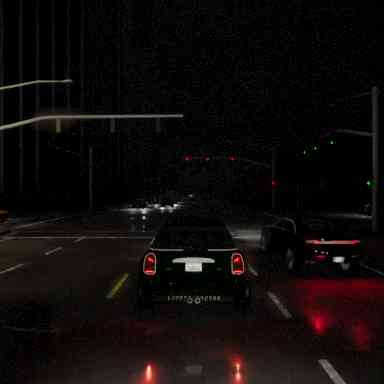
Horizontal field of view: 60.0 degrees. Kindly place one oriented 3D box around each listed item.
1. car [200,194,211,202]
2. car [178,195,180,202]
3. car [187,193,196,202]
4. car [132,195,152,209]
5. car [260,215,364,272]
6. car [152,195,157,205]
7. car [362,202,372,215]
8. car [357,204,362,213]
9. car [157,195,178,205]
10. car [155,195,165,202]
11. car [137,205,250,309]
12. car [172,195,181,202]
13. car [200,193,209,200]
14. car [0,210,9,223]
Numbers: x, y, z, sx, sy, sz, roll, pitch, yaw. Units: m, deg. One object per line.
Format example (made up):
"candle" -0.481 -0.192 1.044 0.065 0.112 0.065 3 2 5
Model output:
"car" 3.350 1.518 77.455 1.812 1.442 4.674 0 0 0
"car" -3.683 1.492 61.735 2.128 1.511 4.902 0 0 0
"car" -0.150 1.591 77.547 1.895 1.301 4.718 0 0 0
"car" -7.183 1.526 46.514 1.812 1.442 4.674 0 0 0
"car" 3.598 1.491 10.823 2.128 1.511 4.902 0 0 -3
"car" -7.188 1.351 60.260 2.097 1.767 4.553 0 0 0
"car" 19.035 1.582 31.190 4.674 1.442 1.812 -1 0 0
"car" 19.778 1.408 34.714 4.553 1.767 2.097 0 0 0
"car" -3.687 1.547 50.837 2.033 1.411 5.357 0 0 0
"car" -7.145 1.521 75.114 1.812 1.442 4.674 0 0 0
"car" 0.042 1.352 8.012 2.097 1.767 4.553 0 0 0
"car" -3.648 1.495 76.795 1.837 1.490 4.892 0 0 0
"car" 3.331 1.215 87.535 2.097 1.767 4.553 0 0 0
"car" -15.655 1.533 23.682 5.008 1.535 1.882 0 0 4
